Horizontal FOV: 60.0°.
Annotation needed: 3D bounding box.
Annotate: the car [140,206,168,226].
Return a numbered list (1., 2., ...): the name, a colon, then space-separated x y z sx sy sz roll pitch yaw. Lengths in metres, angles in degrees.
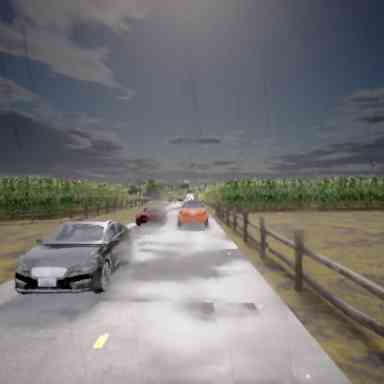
1. car: -2.819 1.669 24.059 1.895 1.301 4.718 0 0 0

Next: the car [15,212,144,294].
1. car: -2.822 1.510 8.959 2.128 1.511 4.902 0 0 0

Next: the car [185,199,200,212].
1. car: 0.090 1.689 42.554 1.837 1.490 4.892 0 0 0

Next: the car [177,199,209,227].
1. car: 0.075 1.418 23.756 2.097 1.767 4.553 0 0 0
